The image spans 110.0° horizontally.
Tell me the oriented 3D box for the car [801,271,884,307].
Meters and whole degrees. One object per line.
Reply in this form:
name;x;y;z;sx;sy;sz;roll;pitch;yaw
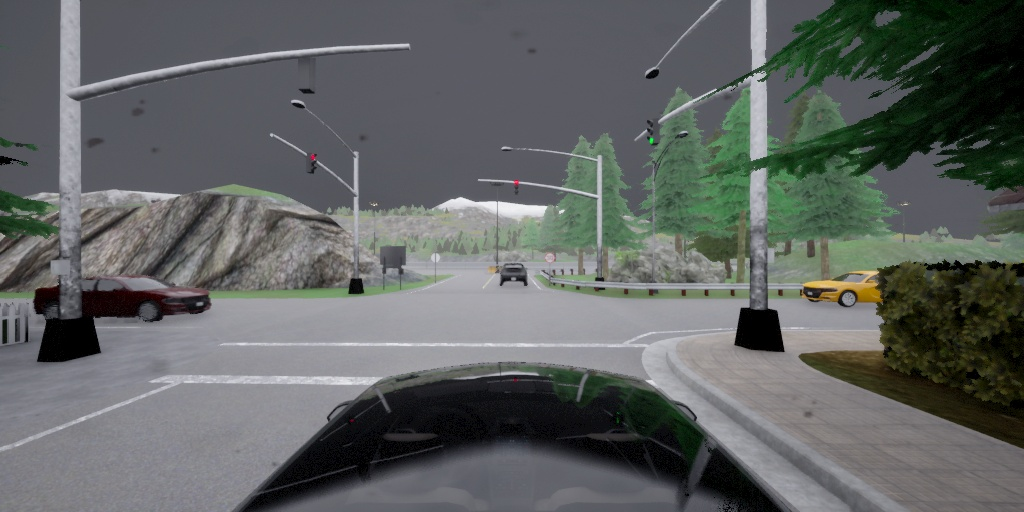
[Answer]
car;15.955;1.419;16.176;5.008;1.535;1.882;0;0;0

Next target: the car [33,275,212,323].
car;-13.518;1.419;12.640;5.008;1.535;1.882;0;0;0

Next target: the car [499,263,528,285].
car;0.096;1.251;25.971;1.837;1.490;4.892;1;0;0
